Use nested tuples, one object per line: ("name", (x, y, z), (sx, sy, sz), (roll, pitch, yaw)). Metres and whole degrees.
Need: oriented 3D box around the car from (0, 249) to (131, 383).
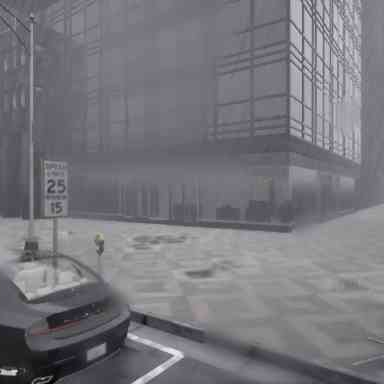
("car", (-2.842, 1.550, 4.989), (4.403, 1.369, 2.008), (0, 0, 35))
